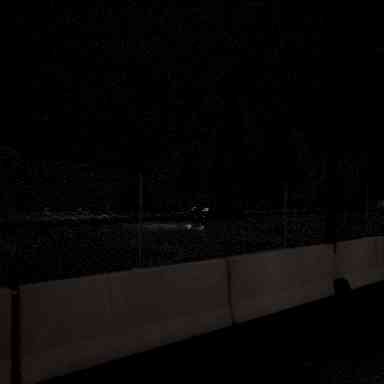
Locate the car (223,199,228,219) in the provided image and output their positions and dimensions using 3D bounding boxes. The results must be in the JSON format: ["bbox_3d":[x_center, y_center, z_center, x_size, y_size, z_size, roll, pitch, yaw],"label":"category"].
[{"bbox_3d":[2.094,1.361,26.846,4.553,1.767,2.097,1,0,-35],"label":"car"}]
